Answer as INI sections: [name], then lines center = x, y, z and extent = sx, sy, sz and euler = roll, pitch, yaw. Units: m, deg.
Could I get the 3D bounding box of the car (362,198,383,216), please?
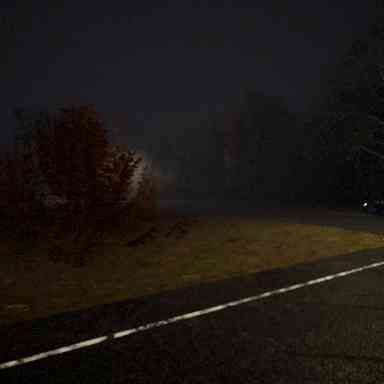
[car]
center = 16.130, 1.082, 26.630
extent = 2.097, 1.767, 4.553
euler = 0, 1, -35
